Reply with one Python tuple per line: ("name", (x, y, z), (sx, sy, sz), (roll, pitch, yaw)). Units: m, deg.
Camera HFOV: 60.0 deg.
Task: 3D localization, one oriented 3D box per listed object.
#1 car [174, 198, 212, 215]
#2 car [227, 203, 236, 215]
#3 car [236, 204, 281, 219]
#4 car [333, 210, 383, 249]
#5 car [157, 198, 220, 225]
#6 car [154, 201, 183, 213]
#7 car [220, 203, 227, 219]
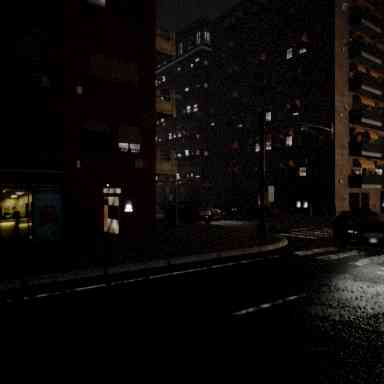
("car", (0.027, 1.719, 41.135), (2.192, 1.841, 5.009), (-1, 0, -36))
("car", (3.327, 1.899, 36.645), (1.947, 1.339, 4.313), (-1, 0, -36))
("car", (6.621, 1.844, 32.157), (1.802, 1.307, 4.206), (-1, 0, -36))
("car", (7.335, 1.560, 14.483), (2.128, 1.511, 4.902), (1, -1, 17))
("car", (-0.376, 1.586, 27.068), (2.192, 1.841, 5.009), (-1, 0, -36))
("car", (-3.262, 2.025, 45.623), (2.008, 1.369, 4.403), (-1, 0, -36))
("car", (0.615, 1.646, 30.352), (2.097, 1.767, 4.553), (0, -1, -36))
